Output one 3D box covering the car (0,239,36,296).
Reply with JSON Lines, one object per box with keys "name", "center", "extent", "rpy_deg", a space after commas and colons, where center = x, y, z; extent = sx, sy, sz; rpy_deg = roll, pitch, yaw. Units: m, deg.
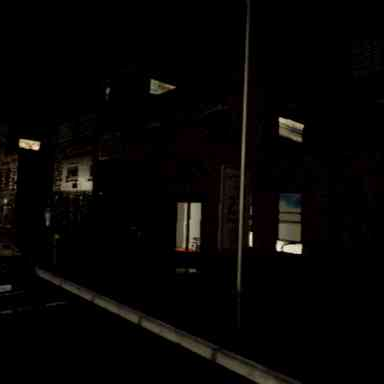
{"name": "car", "center": [-5.559, 1.911, 8.862], "extent": [2.008, 1.369, 4.403], "rpy_deg": [3, -3, -42]}
